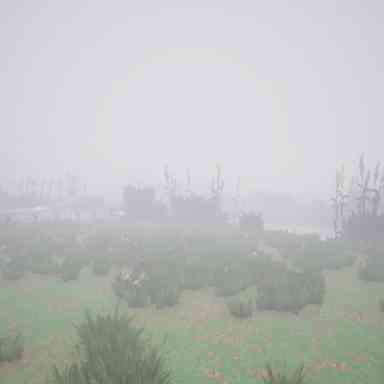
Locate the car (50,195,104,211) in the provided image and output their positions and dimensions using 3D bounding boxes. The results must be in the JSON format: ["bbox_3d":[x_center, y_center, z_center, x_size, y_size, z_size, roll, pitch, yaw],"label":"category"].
[{"bbox_3d":[-10.407,1.107,30.325,1.837,1.490,4.892,0,3,41],"label":"car"}]

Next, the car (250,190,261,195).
[{"bbox_3d":[10.286,0.765,47.464,2.150,2.045,5.566,0,-2,44],"label":"car"}]
